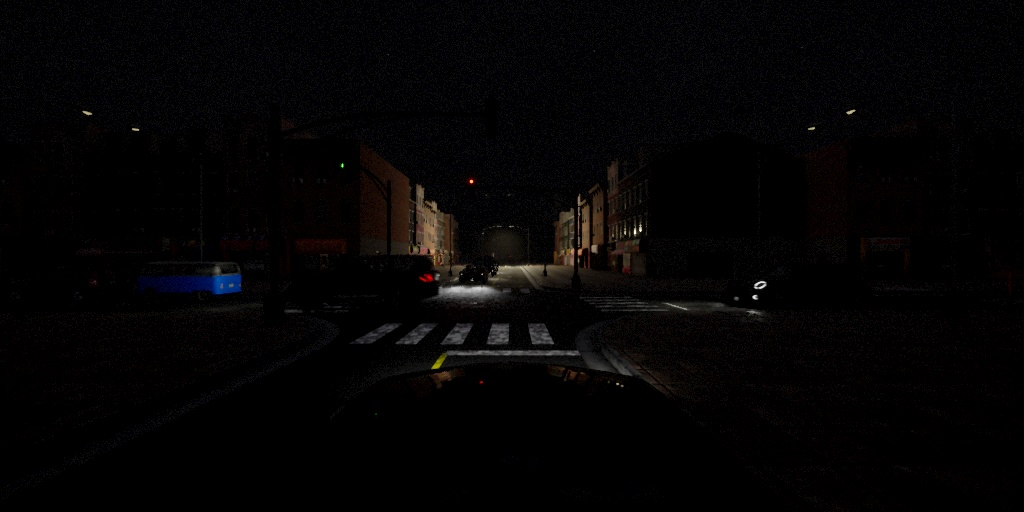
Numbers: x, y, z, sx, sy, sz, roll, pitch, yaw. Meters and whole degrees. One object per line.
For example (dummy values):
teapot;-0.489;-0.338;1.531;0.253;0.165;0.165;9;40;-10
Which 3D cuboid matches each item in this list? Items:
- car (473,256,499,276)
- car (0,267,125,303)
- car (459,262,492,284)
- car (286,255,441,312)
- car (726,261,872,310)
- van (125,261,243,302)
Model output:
car;-2.790;0.994;37.178;2.150;2.045;5.566;0;0;0
car;-20.193;1.239;16.406;4.097;1.591;1.967;0;0;0
car;-2.805;1.365;27.313;1.895;1.301;4.718;0;0;0
car;-5.593;0.978;13.915;5.566;2.045;2.150;0;0;0
car;10.987;1.069;13.963;4.553;1.767;2.097;0;0;0
van;-14.718;1.124;16.423;3.998;1.789;1.690;0;0;0
